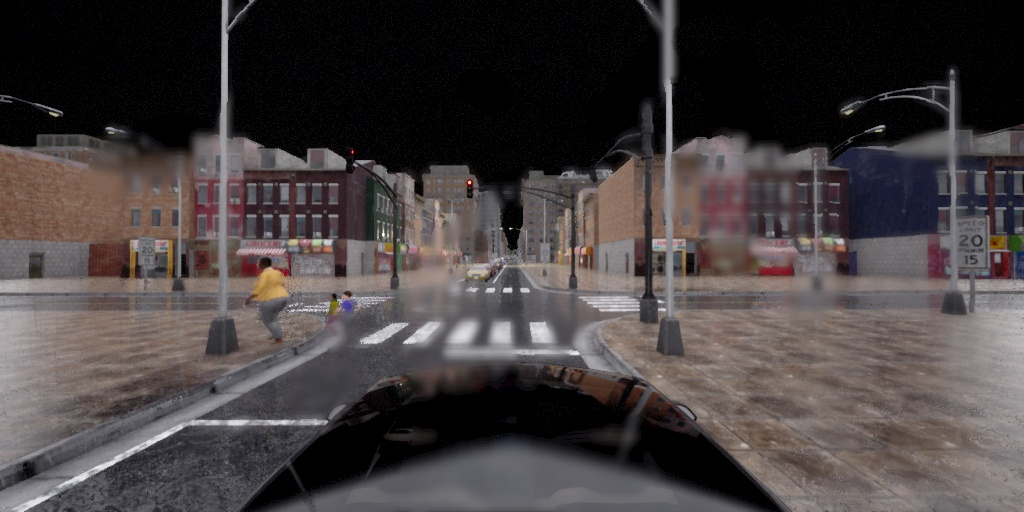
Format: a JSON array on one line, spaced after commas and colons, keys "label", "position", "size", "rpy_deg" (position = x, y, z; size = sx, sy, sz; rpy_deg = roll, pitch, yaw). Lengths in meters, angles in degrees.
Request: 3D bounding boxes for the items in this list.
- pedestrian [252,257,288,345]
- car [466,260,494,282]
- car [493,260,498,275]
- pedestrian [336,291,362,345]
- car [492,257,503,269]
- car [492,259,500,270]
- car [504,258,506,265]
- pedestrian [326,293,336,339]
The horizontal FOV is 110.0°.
[{"label": "pedestrian", "position": [-5.001, 0.891, 7.422], "size": [0.375, 1.860, 0.375], "rpy_deg": [0, 0, 0]}, {"label": "car", "position": [-2.638, 1.284, 28.712], "size": [1.751, 1.417, 4.829], "rpy_deg": [0, 0, 0]}, {"label": "car", "position": [-2.638, 1.310, 34.487], "size": [1.888, 1.381, 4.507], "rpy_deg": [0, 0, 0]}, {"label": "pedestrian", "position": [-3.617, 1.323, 8.073], "size": [0.375, 1.300, 0.375], "rpy_deg": [0, 0, 0]}, {"label": "car", "position": [-2.640, 1.234, 51.302], "size": [1.967, 1.591, 4.097], "rpy_deg": [0, 0, 0]}, {"label": "car", "position": [-2.639, 1.355, 40.092], "size": [1.802, 1.307, 4.207], "rpy_deg": [0, 0, 0]}, {"label": "car", "position": [-2.641, 1.135, 62.513], "size": [2.192, 1.841, 5.009], "rpy_deg": [0, 0, 0]}, {"label": "pedestrian", "position": [-4.243, 1.422, 8.622], "size": [0.500, 1.100, 0.500], "rpy_deg": [0, 0, 0]}]
